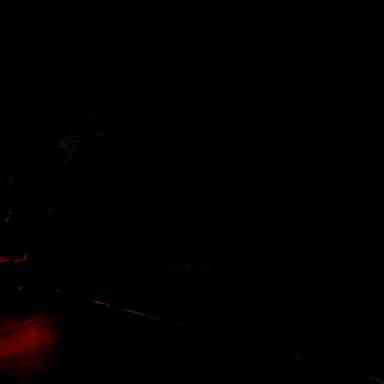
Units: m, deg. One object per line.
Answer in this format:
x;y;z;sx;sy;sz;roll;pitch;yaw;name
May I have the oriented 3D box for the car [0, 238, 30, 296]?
-5.844;1.581;7.858;5.008;1.535;1.882;0;0;36;car
